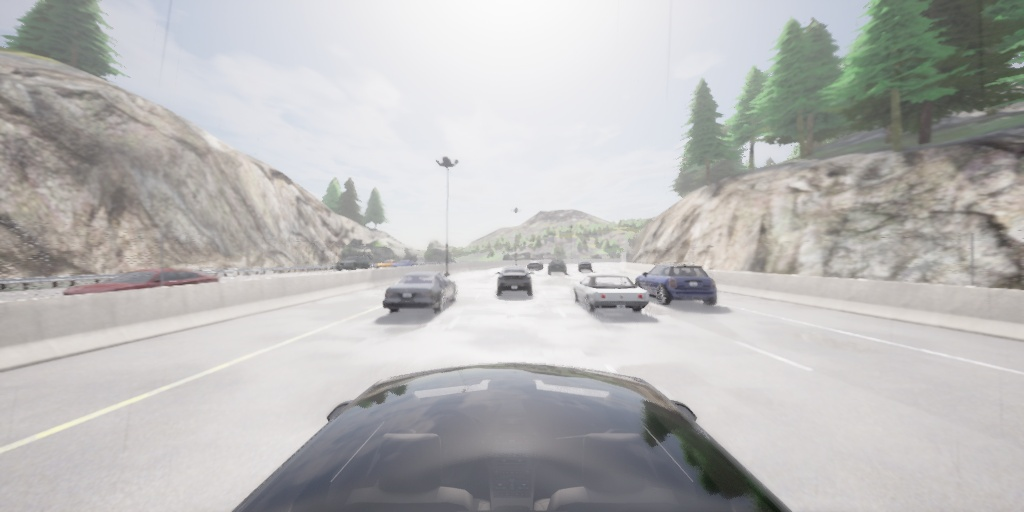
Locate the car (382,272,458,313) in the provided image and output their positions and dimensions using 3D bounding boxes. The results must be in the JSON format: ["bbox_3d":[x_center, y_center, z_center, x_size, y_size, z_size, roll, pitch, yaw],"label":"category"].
[{"bbox_3d":[-3.387,1.318,14.115,2.033,1.411,5.357,0,0,0],"label":"car"}]

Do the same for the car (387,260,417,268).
[{"bbox_3d":[-14.785,1.306,49.456,1.882,1.535,5.008,0,0,10],"label":"car"}]

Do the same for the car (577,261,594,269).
[{"bbox_3d":[9.948,1.349,48.655,1.837,1.490,4.892,-1,0,12],"label":"car"}]

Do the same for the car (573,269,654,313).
[{"bbox_3d":[3.617,1.376,14.072,1.895,1.301,4.718,0,0,0],"label":"car"}]

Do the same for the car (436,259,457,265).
[{"bbox_3d":[-10.110,1.199,55.398,2.097,1.767,4.553,0,0,12],"label":"car"}]

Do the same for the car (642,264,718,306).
[{"bbox_3d":[7.136,1.133,16.171,2.097,1.767,4.553,0,0,0],"label":"car"}]

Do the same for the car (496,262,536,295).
[{"bbox_3d":[0.178,1.290,20.095,1.837,1.490,4.892,0,0,1],"label":"car"}]

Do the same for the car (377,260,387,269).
[{"bbox_3d":[-17.821,1.309,52.385,1.882,1.535,5.008,0,0,11],"label":"car"}]

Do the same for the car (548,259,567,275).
[{"bbox_3d":[5.287,1.178,41.311,2.097,1.767,4.553,0,0,8],"label":"car"}]

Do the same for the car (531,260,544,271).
[{"bbox_3d":[3.589,1.338,52.436,2.128,1.511,4.902,0,0,12],"label":"car"}]

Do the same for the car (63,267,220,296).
[{"bbox_3d":[-14.056,1.241,14.047,1.882,1.535,5.008,0,0,1],"label":"car"}]

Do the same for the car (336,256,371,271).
[{"bbox_3d":[-21.869,1.045,49.662,2.150,2.045,5.566,0,0,10],"label":"car"}]
